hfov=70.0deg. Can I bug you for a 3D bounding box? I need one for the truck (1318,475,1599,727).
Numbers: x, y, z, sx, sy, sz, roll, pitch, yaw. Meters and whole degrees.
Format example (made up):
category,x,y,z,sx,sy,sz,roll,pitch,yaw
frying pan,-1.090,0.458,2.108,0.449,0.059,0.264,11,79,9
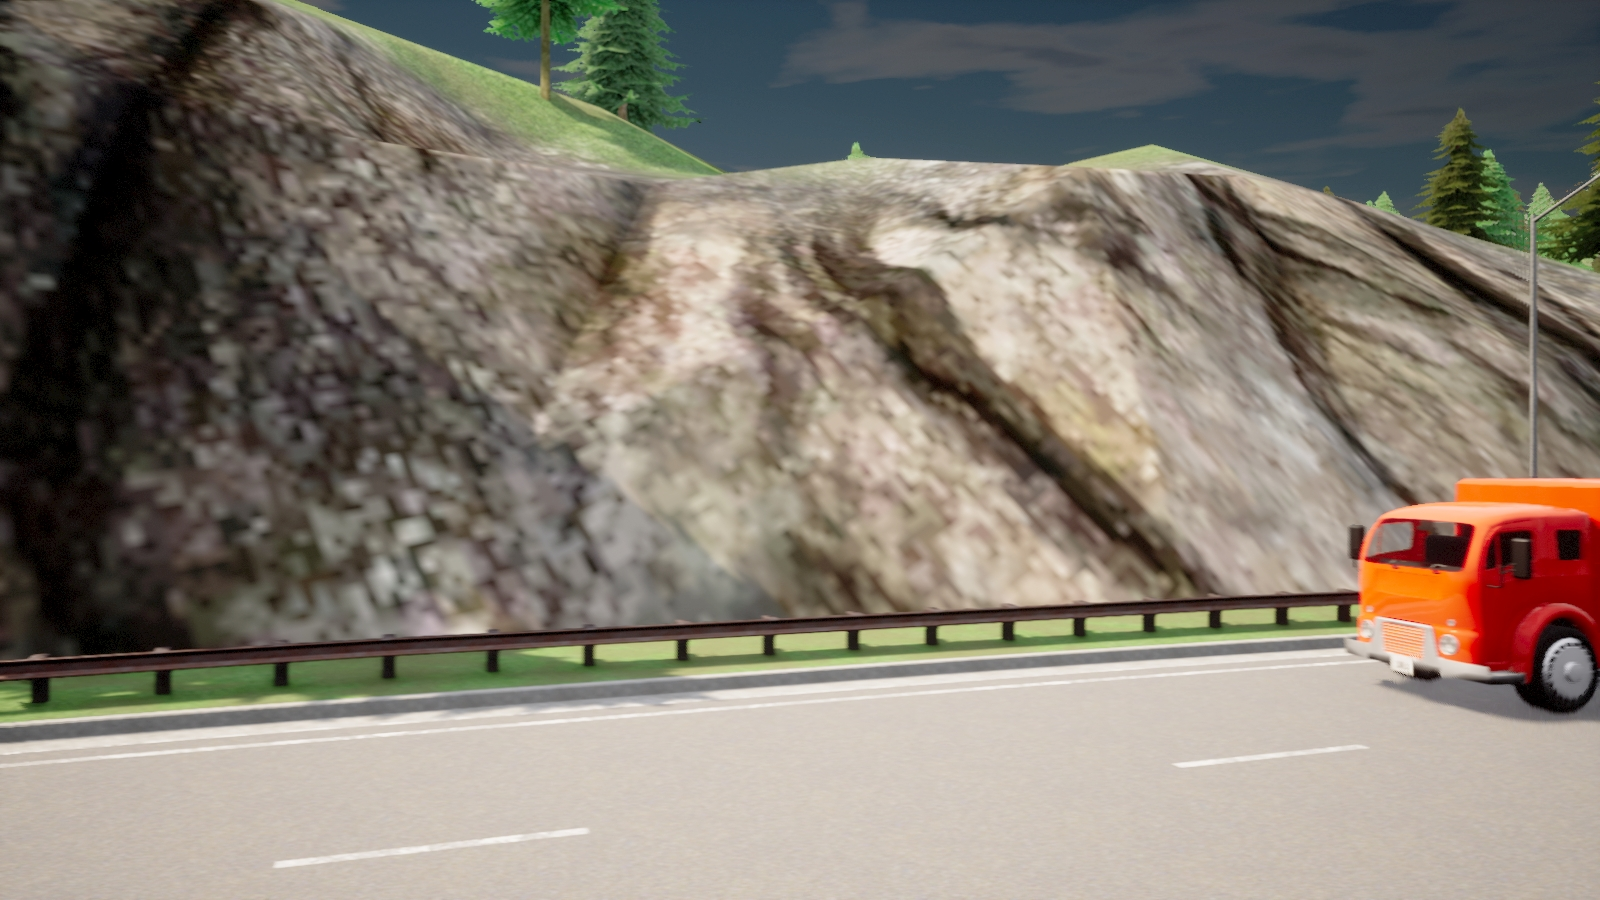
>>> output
category,x,y,z,sx,sy,sz,roll,pitch,yaw
truck,9.233,1.567,13.493,5.204,2.467,2.627,0,0,-16
